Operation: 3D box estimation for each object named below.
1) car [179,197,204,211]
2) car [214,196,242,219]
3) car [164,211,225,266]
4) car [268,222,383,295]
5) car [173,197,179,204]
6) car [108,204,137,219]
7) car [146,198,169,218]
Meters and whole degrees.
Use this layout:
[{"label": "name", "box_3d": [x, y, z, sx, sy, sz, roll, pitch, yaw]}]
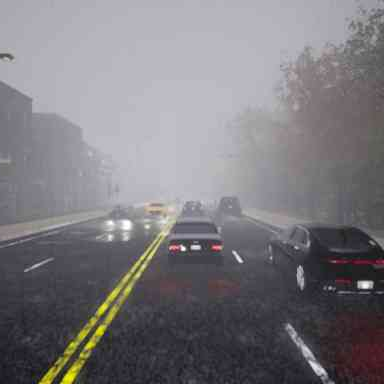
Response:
[{"label": "car", "box_3d": [0.104, 1.556, 32.167, 2.097, 1.767, 4.553, 0, 0, 0]}, {"label": "car", "box_3d": [3.353, 1.423, 31.706, 2.150, 2.045, 5.566, 0, 0, 0]}, {"label": "car", "box_3d": [0.101, 1.624, 11.865, 2.033, 1.411, 5.357, 0, 0, 0]}, {"label": "car", "box_3d": [3.351, 1.562, 8.854, 1.837, 1.490, 4.892, 0, 0, 0]}, {"label": "car", "box_3d": [-3.246, 1.906, 74.408, 1.837, 1.490, 4.892, 0, 0, 0]}, {"label": "car", "box_3d": [-6.595, 1.803, 31.853, 1.895, 1.301, 4.718, 0, 0, 0]}, {"label": "car", "box_3d": [-3.343, 1.685, 32.675, 1.882, 1.535, 5.008, 0, 0, 0]}]
